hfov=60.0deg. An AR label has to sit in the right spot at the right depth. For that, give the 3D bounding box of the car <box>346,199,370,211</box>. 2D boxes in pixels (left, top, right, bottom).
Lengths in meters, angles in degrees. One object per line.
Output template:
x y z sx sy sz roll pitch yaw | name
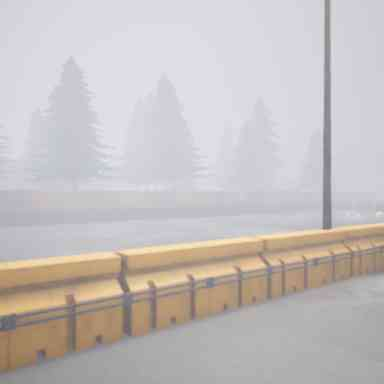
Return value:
21.544 1.608 42.777 4.902 1.511 2.128 0 0 -44 | car

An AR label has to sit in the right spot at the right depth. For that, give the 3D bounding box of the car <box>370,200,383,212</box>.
23.414 1.681 39.737 4.181 1.385 1.994 0 0 -44 | car
